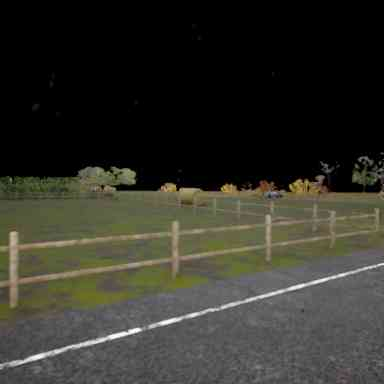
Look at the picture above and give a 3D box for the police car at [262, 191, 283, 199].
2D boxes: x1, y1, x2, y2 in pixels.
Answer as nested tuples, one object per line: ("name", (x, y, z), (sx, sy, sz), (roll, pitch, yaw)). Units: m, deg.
("police car", (17.016, 0.548, 70.211), (1.930, 1.638, 5.238), (1, 0, -32))
